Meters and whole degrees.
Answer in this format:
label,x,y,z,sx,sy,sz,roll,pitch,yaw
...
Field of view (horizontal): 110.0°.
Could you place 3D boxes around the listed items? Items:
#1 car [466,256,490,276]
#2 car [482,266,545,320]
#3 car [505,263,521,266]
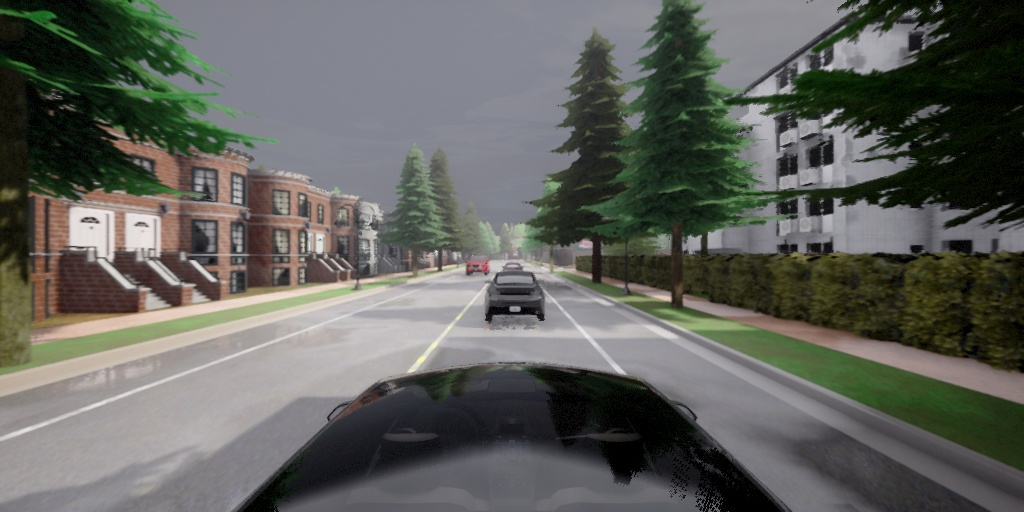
label,x,y,z,sx,sy,sz,roll,pitch,yaw
car,-3.517,0.982,37.769,2.150,2.045,5.566,0,0,0
car,0.092,1.255,12.558,1.837,1.490,4.892,0,0,0
car,0.084,1.281,30.880,1.812,1.442,4.674,0,0,0
